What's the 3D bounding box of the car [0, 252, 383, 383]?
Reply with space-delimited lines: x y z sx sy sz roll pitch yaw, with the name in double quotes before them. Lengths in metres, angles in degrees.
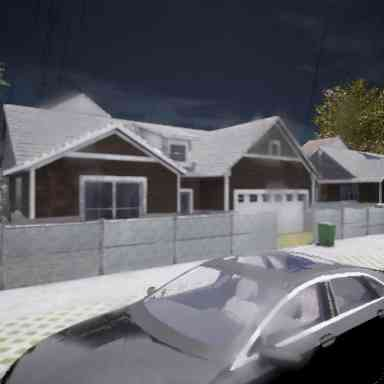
"car" 0.671 1.491 3.538 4.902 1.511 2.128 0 0 -35
